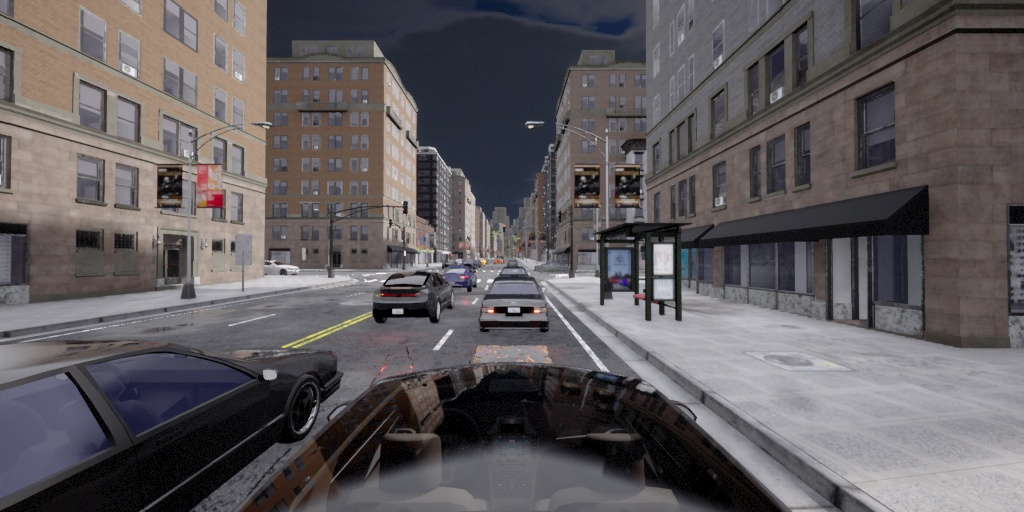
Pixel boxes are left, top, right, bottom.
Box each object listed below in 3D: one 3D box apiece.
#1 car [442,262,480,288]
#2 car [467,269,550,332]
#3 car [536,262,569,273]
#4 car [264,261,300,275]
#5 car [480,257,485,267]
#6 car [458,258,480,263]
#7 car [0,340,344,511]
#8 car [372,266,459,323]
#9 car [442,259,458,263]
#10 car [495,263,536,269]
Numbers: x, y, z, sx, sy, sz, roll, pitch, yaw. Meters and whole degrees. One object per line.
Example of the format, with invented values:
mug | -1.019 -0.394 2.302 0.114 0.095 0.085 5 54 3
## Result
car | -3.152 1.282 21.181 1.812 1.442 4.674 0 0 0
car | 0.081 1.300 10.803 2.033 1.411 5.357 0 0 1
car | 4.823 1.419 43.879 4.181 1.385 1.994 0 -1 0
car | -22.622 1.155 33.836 4.674 1.442 1.812 0 -1 -1
car | -6.557 1.260 64.339 2.128 1.511 4.902 0 0 0
car | -6.590 1.121 55.199 2.097 1.767 4.553 0 0 0
car | -3.149 1.298 2.268 2.033 1.411 5.357 0 0 0
car | -3.138 1.258 12.142 1.837 1.490 4.892 0 0 -1
car | -9.804 1.273 56.890 1.837 1.490 4.892 0 0 3
car | 0.090 1.304 20.860 2.033 1.411 5.357 0 0 0
